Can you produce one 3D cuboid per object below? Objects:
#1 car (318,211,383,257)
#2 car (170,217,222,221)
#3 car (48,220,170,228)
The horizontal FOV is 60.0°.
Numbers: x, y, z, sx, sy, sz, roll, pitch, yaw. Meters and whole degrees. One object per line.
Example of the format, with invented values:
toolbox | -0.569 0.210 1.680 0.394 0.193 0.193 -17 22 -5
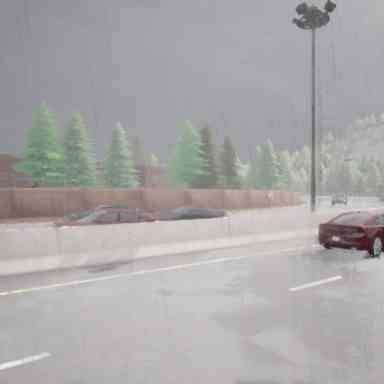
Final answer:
car | 7.029 1.491 13.190 5.008 1.535 1.882 0 0 -37
car | -0.195 1.558 21.120 5.357 1.411 2.033 0 0 -36
car | -3.694 1.482 14.275 5.008 1.535 1.882 0 0 -36
